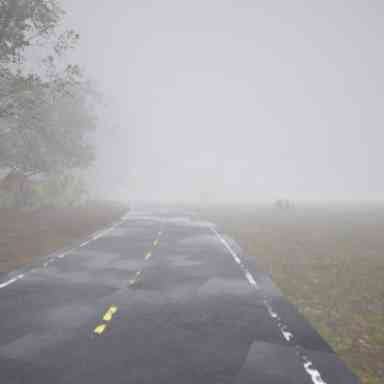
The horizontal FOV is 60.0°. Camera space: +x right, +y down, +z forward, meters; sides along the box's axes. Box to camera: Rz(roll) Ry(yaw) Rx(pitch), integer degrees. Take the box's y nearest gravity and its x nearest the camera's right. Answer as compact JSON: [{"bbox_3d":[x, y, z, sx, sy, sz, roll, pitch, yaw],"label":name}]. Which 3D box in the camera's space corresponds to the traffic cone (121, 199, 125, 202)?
[{"bbox_3d":[-14.196,1.744,70.007,0.340,0.580,0.340,0,0,-19],"label":"traffic cone"}]
